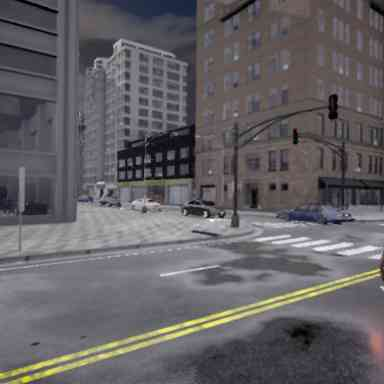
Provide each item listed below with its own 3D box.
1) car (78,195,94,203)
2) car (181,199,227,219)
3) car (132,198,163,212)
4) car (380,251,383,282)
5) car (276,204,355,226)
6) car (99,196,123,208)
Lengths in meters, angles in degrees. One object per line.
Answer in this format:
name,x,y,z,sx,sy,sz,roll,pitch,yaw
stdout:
car,-20.043,1.297,62.778,1.812,1.442,4.674,1,0,-36
car,0.948,1.409,28.114,1.837,1.490,4.892,1,0,-36
car,-4.982,1.388,36.392,1.812,1.442,4.674,1,0,-36
car,6.236,1.525,7.883,4.674,1.442,1.812,0,0,-35
car,8.431,1.525,23.240,2.033,1.411,5.357,1,0,-34
car,-11.033,1.324,44.812,1.837,1.490,4.892,1,0,-35
